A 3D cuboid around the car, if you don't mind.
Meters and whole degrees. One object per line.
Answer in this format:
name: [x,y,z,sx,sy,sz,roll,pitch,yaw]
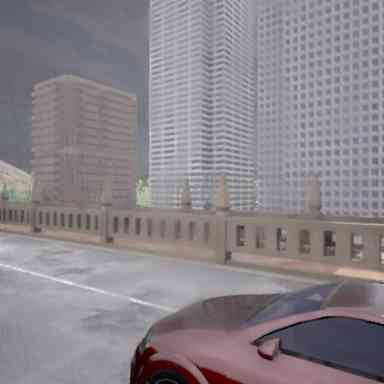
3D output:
car: [1.415,1.563,2.979,4.181,1.385,1.994,0,0,36]
